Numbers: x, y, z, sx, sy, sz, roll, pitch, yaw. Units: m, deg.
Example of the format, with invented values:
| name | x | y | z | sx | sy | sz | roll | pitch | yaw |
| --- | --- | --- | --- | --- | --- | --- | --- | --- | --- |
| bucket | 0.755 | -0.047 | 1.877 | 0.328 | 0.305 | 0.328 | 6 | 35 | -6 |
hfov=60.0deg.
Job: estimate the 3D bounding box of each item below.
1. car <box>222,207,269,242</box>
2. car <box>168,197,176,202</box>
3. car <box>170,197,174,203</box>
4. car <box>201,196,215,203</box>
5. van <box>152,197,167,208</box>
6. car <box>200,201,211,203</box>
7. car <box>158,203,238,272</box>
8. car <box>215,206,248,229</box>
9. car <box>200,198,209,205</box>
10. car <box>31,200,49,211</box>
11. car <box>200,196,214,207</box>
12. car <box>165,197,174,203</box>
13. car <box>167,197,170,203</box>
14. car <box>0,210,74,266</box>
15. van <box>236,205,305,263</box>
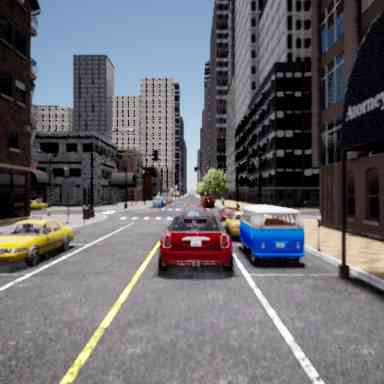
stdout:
| name | x | y | z | sx | sy | sz | roll | pitch | yaw |
| --- | --- | --- | --- | --- | --- | --- | --- | --- | --- |
| car | 2.694 | 1.614 | 17.798 | 1.752 | 1.417 | 4.829 | 0 | 0 | 0 |
| car | -5.666 | 2.131 | 94.174 | 1.752 | 1.417 | 4.829 | 0 | 0 | 0 |
| car | -5.672 | 1.880 | 72.251 | 1.967 | 1.590 | 4.097 | 0 | 0 | 0 |
| car | 2.703 | 1.640 | 55.679 | 2.192 | 1.841 | 5.009 | 0 | 0 | 0 |
| van | -5.677 | 1.666 | 55.679 | 1.690 | 1.788 | 3.998 | 0 | 0 | 0 |
| car | 0.108 | 1.591 | 22.314 | 1.882 | 1.535 | 5.008 | 0 | 0 | 0 |
| car | 0.105 | 1.407 | 11.094 | 2.097 | 1.767 | 4.553 | 0 | 0 | 0 |
| car | 2.695 | 1.701 | 23.290 | 1.802 | 1.307 | 4.206 | 0 | 0 | 0 |
| car | 2.708 | 2.006 | 72.250 | 1.947 | 1.339 | 4.313 | 0 | 0 | 0 |
| car | -21.396 | 1.680 | 43.514 | 4.829 | 1.417 | 1.752 | 0 | 0 | 0 |
| car | 2.704 | 1.677 | 61.203 | 2.192 | 1.841 | 5.009 | 0 | 0 | 0 |
| car | -5.669 | 2.072 | 83.297 | 2.008 | 1.369 | 4.403 | 0 | 0 | 0 |
| car | -5.675 | 1.802 | 61.202 | 1.967 | 1.590 | 4.097 | 0 | 0 | 0 |
| car | -5.687 | 1.583 | 11.796 | 1.752 | 1.417 | 4.829 | 0 | 0 | 0 |
| van | 2.692 | 1.400 | 11.964 | 1.690 | 1.788 | 3.998 | 0 | 0 | 0 |
